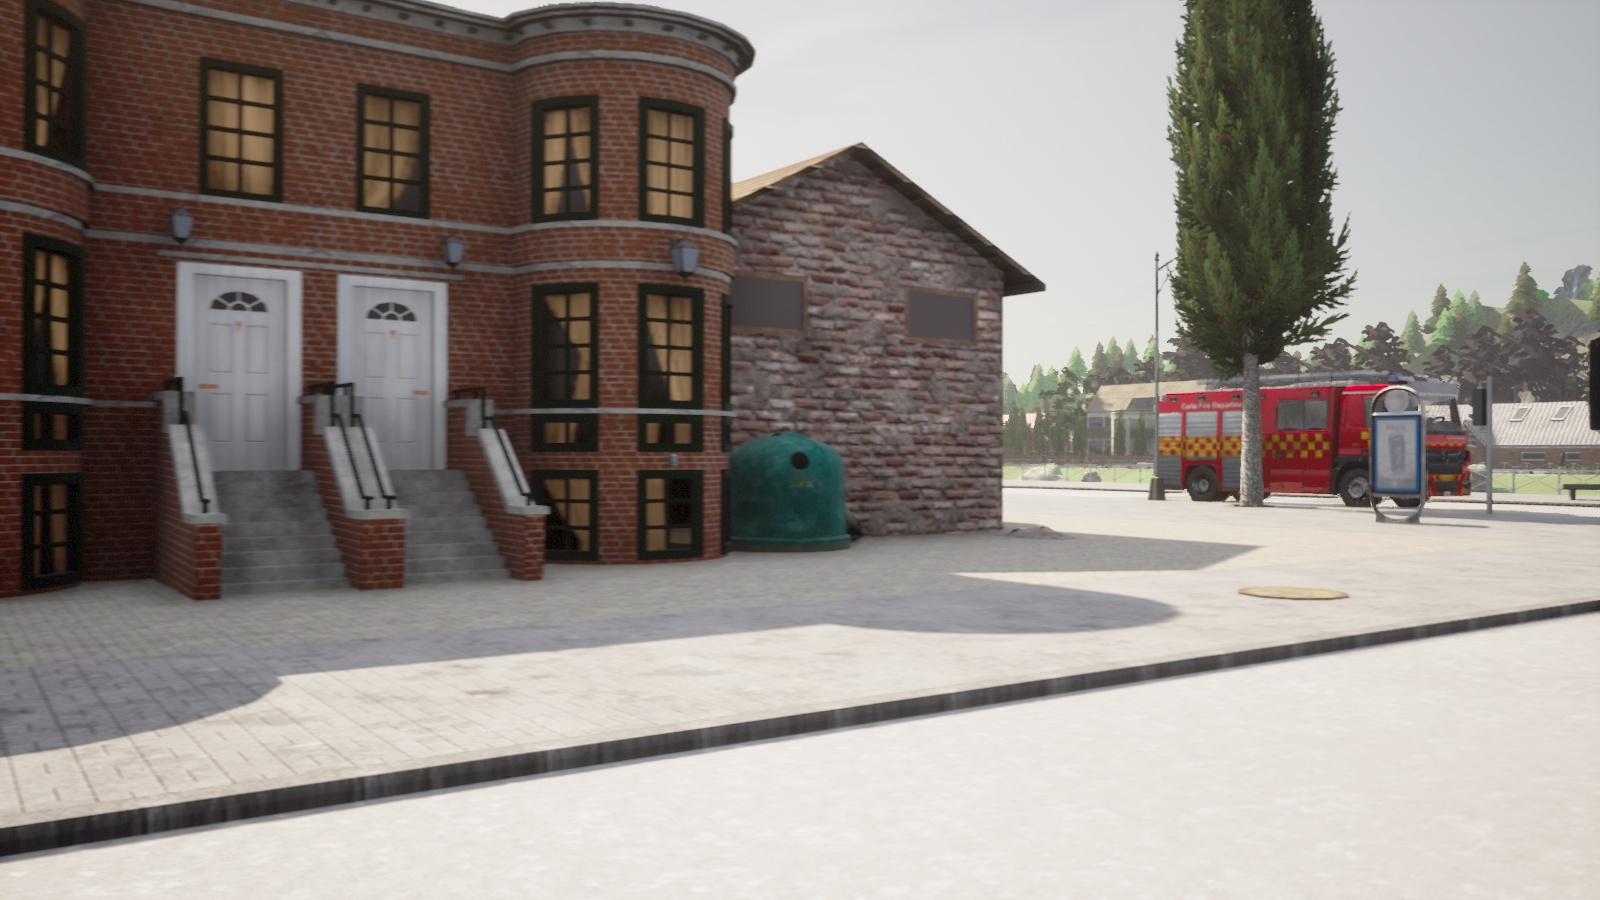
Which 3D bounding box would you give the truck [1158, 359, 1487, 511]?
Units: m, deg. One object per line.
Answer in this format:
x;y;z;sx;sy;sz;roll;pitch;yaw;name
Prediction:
14.627;-0.363;35.987;2.891;3.827;8.468;0;0;-35;truck
